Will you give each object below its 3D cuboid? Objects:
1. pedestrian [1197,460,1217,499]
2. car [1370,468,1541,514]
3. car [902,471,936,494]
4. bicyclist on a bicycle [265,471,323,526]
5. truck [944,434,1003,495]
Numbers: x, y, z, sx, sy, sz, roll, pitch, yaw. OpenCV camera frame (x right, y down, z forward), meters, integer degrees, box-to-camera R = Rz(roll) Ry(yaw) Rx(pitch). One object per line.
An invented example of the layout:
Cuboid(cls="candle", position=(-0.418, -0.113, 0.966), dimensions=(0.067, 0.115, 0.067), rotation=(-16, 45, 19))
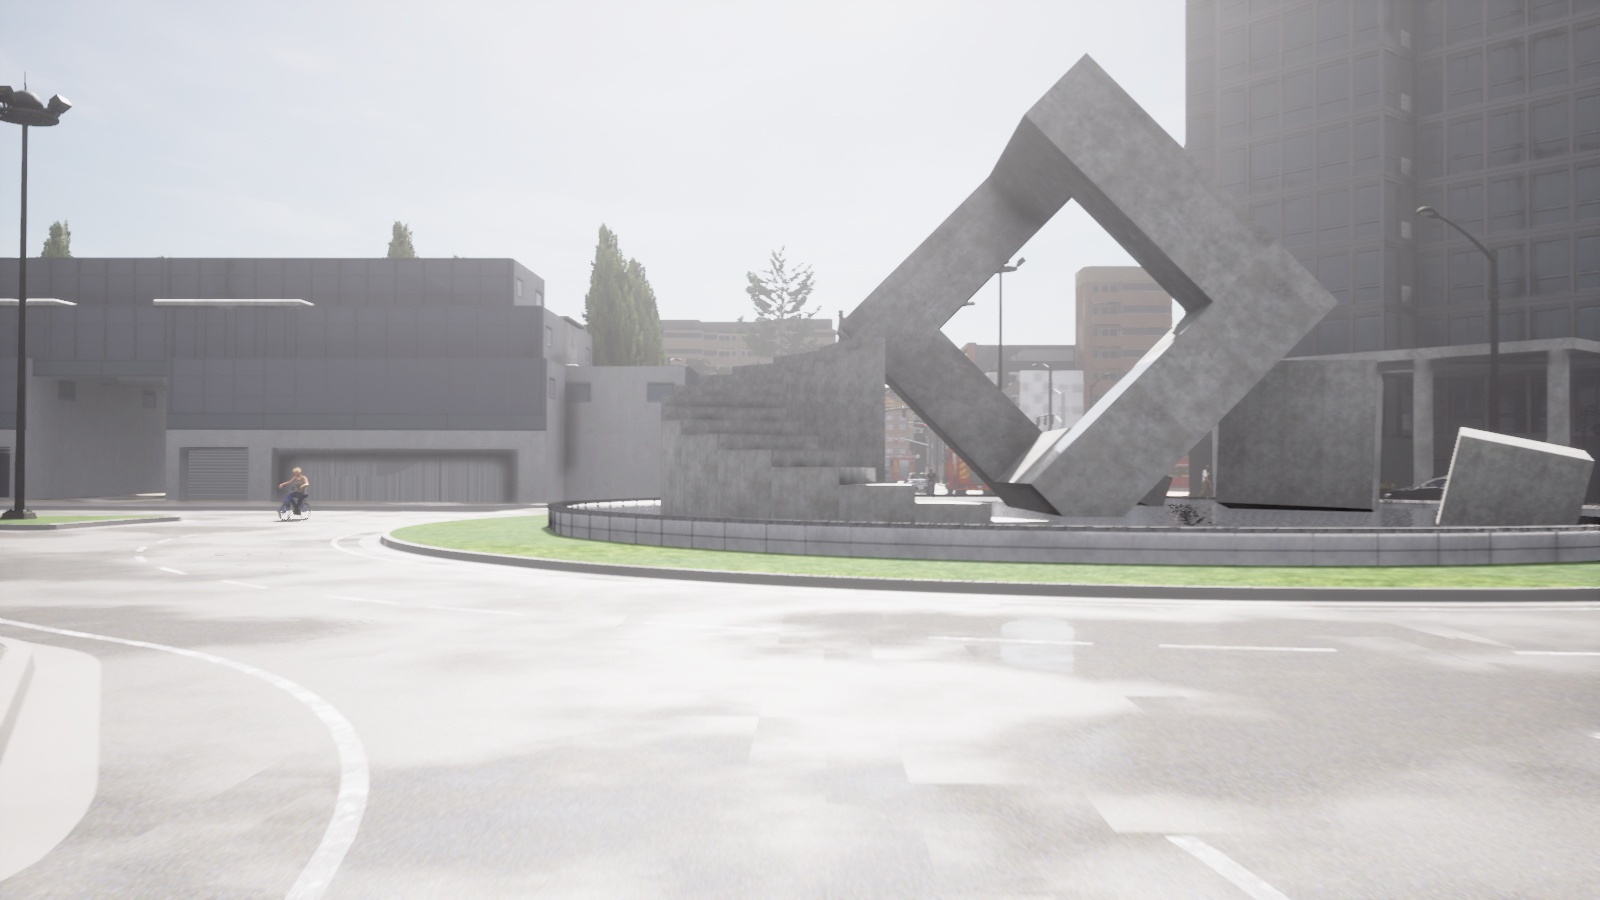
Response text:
Cuboid(cls="pedestrian", position=(19.436, 1.388, 59.922), dimensions=(0.540, 1.848, 0.694), rotation=(0, -1, -37))
Cuboid(cls="car", position=(23.038, 1.416, 44.323), dimensions=(2.128, 1.511, 4.902), rotation=(0, -1, -34))
Cuboid(cls="car", position=(7.847, 2.138, 83.070), dimensions=(1.970, 1.475, 3.806), rotation=(0, -1, 1))
Cuboid(cls="bicyclist on a bicycle", position=(-15.330, 1.453, 38.077), dimensions=(0.866, 1.612, 1.509), rotation=(0, -1, 14))
Cuboid(cls="truck", position=(11.325, 0.988, 82.870), dimensions=(2.891, 3.827, 8.468), rotation=(0, -1, 1))
